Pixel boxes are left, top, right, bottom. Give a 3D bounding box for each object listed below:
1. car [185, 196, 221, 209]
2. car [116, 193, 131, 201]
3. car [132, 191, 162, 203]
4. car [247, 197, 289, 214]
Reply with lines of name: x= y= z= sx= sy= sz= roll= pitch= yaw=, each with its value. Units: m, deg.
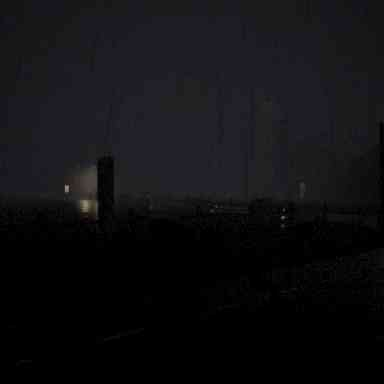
car: x=1.247 y=1.255 z=40.643 sx=2.033 sy=1.411 sz=5.357 roll=-1 pitch=1 yaw=-36
car: x=-13.465 y=0.879 z=66.055 sx=1.882 sy=1.535 sz=5.008 roll=-1 pitch=1 yaw=-36
car: x=-6.736 y=0.799 z=51.803 sx=2.150 sy=2.045 sz=5.566 roll=-1 pitch=1 yaw=-35
car: x=7.421 y=1.312 z=32.035 sx=1.837 sy=1.490 sz=4.892 roll=-1 pitch=1 yaw=-36
